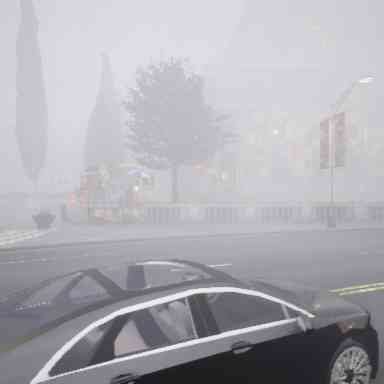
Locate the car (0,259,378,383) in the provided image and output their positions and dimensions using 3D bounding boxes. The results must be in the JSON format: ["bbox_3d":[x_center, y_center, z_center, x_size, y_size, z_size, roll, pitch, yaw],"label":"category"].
[{"bbox_3d":[-0.097,1.491,3.395,4.902,1.511,2.128,0,0,-32],"label":"car"}]
